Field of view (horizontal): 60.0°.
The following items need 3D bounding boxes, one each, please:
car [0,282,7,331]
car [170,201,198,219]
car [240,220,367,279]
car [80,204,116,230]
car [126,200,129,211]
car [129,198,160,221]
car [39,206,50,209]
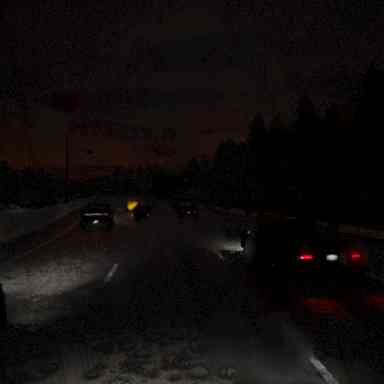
[{"bbox_3d":[-3.640,1.504,3.089,2.128,1.511,4.902,0,0,-2],"label":"car"},{"bbox_3d":[-0.774,1.553,29.869,1.812,1.442,4.674,0,0,-13],"label":"car"},{"bbox_3d":[2.938,1.548,10.089,2.033,1.411,5.357,0,0,-6],"label":"car"},{"bbox_3d":[-6.047,1.526,21.532,2.128,1.511,4.902,0,0,-12],"label":"car"},{"bbox_3d":[-7.191,1.531,41.437,1.882,1.535,5.008,0,0,-14],"label":"car"},{"bbox_3d":[-3.817,1.526,27.445,2.128,1.511,4.902,0,0,-13],"label":"car"},{"bbox_3d":[-18.836,1.592,44.036,1.837,1.490,4.892,0,0,-14],"label":"car"}]
